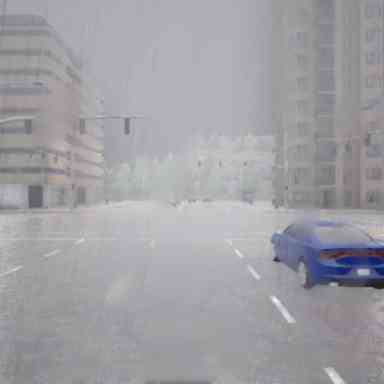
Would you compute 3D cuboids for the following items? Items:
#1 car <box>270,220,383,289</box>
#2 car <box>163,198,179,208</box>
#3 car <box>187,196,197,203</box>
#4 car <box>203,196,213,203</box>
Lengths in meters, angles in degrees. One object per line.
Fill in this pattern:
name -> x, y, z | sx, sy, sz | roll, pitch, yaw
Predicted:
car -> 3.566, 1.523, 9.368 | 1.882, 1.535, 5.008 | 0, 0, 0
car -> -3.553, 1.786, 54.448 | 1.812, 1.442, 4.674 | 0, 0, 0
car -> 0.001, 1.715, 73.546 | 1.812, 1.442, 4.674 | 0, 0, 0
car -> 3.501, 1.691, 73.546 | 1.837, 1.490, 4.892 | 0, 0, 0
